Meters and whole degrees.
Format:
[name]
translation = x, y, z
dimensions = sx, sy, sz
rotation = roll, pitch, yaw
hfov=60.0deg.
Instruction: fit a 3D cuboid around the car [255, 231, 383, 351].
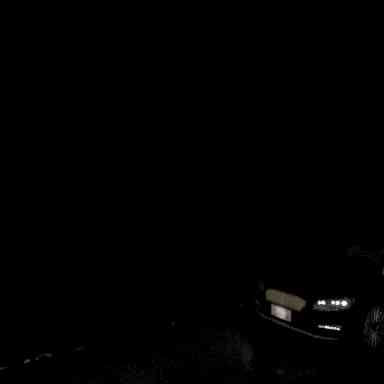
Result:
[car]
translation = 3.315, 1.549, 6.361
dimensions = 4.902, 1.511, 2.128
rotation = 1, 0, -36
